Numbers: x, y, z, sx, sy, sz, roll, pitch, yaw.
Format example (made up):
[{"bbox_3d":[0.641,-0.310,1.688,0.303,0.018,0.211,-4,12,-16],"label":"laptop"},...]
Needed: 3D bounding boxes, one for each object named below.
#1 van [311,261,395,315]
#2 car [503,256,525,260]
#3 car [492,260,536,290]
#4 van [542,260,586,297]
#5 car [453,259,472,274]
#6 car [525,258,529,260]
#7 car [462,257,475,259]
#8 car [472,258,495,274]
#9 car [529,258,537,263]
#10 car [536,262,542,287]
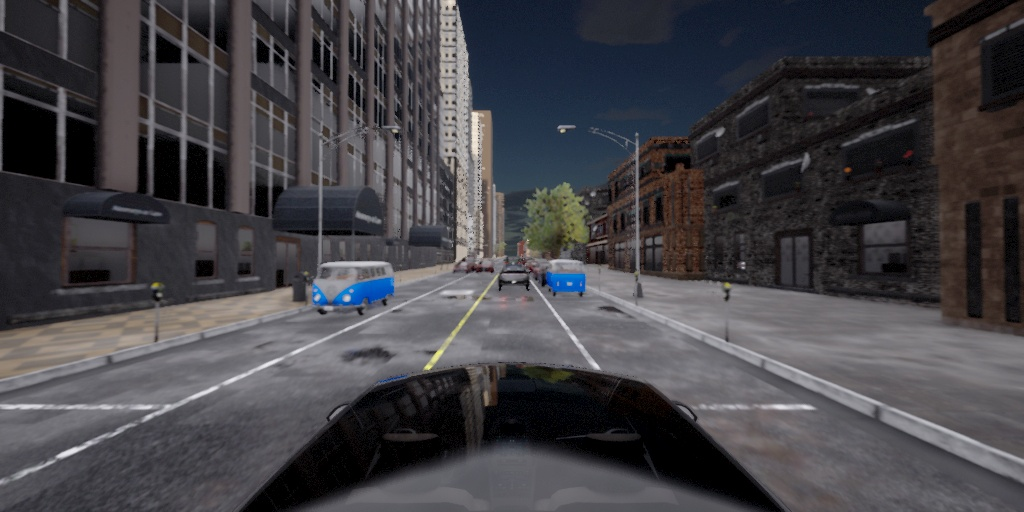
[{"bbox_3d":[-5.681,1.093,13.199,1.690,1.789,3.998,0,0,0],"label":"van"},{"bbox_3d":[0.129,0.963,43.473,2.150,2.045,5.566,0,0,0],"label":"car"},{"bbox_3d":[0.113,1.242,22.501,2.128,1.511,4.902,0,0,0],"label":"car"},{"bbox_3d":[2.703,1.092,18.740,1.690,1.789,3.998,0,0,0],"label":"van"},{"bbox_3d":[-5.663,1.326,40.930,1.802,1.307,4.207,0,0,0],"label":"car"},{"bbox_3d":[2.718,1.288,40.926,1.888,1.381,4.507,0,0,0],"label":"car"},{"bbox_3d":[-5.659,1.055,46.476,2.192,1.841,5.009,0,0,0],"label":"car"},{"bbox_3d":[-3.013,1.221,41.046,1.882,1.535,5.008,0,0,1],"label":"car"},{"bbox_3d":[2.711,1.188,29.832,1.967,1.591,4.097,0,0,0],"label":"car"},{"bbox_3d":[2.707,1.316,24.286,1.948,1.339,4.313,0,0,0],"label":"car"}]
